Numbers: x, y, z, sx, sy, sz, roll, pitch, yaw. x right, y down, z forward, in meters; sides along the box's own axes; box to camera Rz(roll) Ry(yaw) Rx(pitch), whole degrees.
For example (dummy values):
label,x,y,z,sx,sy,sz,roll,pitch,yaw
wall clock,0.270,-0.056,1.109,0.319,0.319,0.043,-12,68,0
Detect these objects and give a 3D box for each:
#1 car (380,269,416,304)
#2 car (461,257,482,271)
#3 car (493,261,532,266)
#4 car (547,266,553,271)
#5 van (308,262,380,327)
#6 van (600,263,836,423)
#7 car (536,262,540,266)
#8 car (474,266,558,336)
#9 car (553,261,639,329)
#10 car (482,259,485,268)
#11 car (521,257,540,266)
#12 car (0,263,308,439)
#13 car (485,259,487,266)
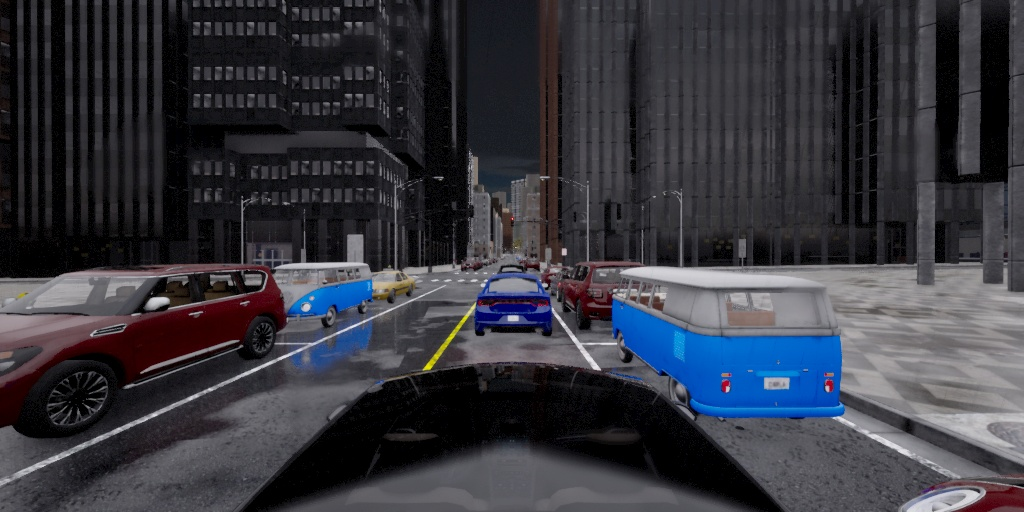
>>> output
label,x,y,z,sx,sy,sz,roll,pitch,yaw
car,-5.765,1.276,16.481,1.751,1.417,4.829,0,0,0
car,-5.769,1.084,49.215,2.192,1.841,5.009,0,0,0
car,-0.002,1.257,20.774,1.837,1.490,4.892,0,0,0
car,2.762,1.301,16.641,2.007,1.370,4.403,0,0,0
van,-5.766,1.090,11.127,1.690,1.789,3.998,0,0,0
van,2.766,1.091,5.590,1.690,1.789,3.998,0,0,0
car,2.760,1.297,22.166,1.888,1.381,4.507,0,0,0
car,0.057,1.228,10.403,1.882,1.535,5.008,0,0,1
car,2.764,1.064,11.115,2.192,1.841,5.009,0,0,0
car,-5.770,1.090,54.858,2.192,1.841,5.009,0,0,0
car,2.756,1.084,49.206,2.192,1.841,5.009,0,0,0
car,-5.766,1.064,5.602,2.192,1.841,5.009,0,0,0
car,-5.771,1.348,60.501,1.948,1.339,4.313,0,0,0
